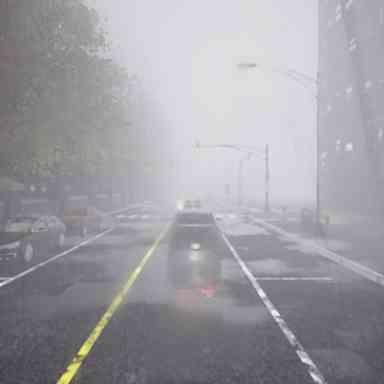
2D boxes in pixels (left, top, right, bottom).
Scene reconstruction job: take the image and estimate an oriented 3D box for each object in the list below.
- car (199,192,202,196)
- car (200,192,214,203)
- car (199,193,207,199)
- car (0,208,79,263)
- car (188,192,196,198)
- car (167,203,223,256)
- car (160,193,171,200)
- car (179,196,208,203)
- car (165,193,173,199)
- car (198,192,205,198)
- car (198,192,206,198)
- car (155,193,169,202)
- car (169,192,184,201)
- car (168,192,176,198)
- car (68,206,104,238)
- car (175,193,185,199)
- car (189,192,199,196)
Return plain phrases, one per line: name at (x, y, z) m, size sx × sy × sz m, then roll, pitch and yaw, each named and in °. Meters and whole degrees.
car at (2.719, 1.124, 60.520) m, size 1.947 × 1.339 × 4.313 m, roll 0°, pitch 0°, yaw 0°
car at (2.716, 1.163, 54.887) m, size 1.947 × 1.339 × 4.313 m, roll 0°, pitch 0°, yaw 0°
car at (2.729, 0.957, 83.050) m, size 1.887 × 1.381 × 4.507 m, roll 0°, pitch 0°, yaw 0°
car at (-5.759, 1.461, 11.434) m, size 2.008 × 1.369 × 4.403 m, roll 0°, pitch 0°, yaw 0°
car at (0.041, 0.771, 92.173) m, size 2.033 × 1.411 × 5.357 m, roll 0°, pitch 0°, yaw 0°
car at (0.108, 1.406, 12.714) m, size 1.837 × 1.490 × 4.892 m, roll 0°, pitch 1°, yaw 0°
car at (-5.656, 0.924, 71.788) m, size 1.967 × 1.590 × 4.097 m, roll 0°, pitch 0°, yaw 0°
car at (0.114, 1.320, 29.981) m, size 2.033 × 1.411 × 5.357 m, roll 0°, pitch 0°, yaw 0°
car at (-5.651, 0.939, 82.883) m, size 1.752 × 1.417 × 4.829 m, roll 0°, pitch 0°, yaw 0°
car at (2.734, 0.784, 94.312) m, size 1.967 × 1.590 × 4.097 m, roll 0°, pitch 0°, yaw 0°
car at (2.731, 0.818, 88.681) m, size 1.967 × 1.590 × 4.097 m, roll 0°, pitch 0°, yaw 0°
car at (-5.662, 1.140, 60.523) m, size 1.802 × 1.307 × 4.206 m, roll 0°, pitch 0°, yaw 0°
car at (-2.977, 0.993, 67.006) m, size 1.882 × 1.535 × 5.008 m, roll 0°, pitch 1°, yaw 0°
car at (-5.646, 0.784, 94.316) m, size 1.967 × 1.590 × 4.097 m, roll 0°, pitch 0°, yaw 0°
car at (-5.809, 1.413, 16.973) m, size 1.887 × 1.381 × 4.507 m, roll 0°, pitch 0°, yaw 0°
car at (-2.964, 0.920, 82.500) m, size 2.128 × 1.511 × 4.902 m, roll 0°, pitch 0°, yaw 0°
car at (0.036, 0.951, 81.757) m, size 2.033 × 1.411 × 5.357 m, roll 0°, pitch 0°, yaw 0°
